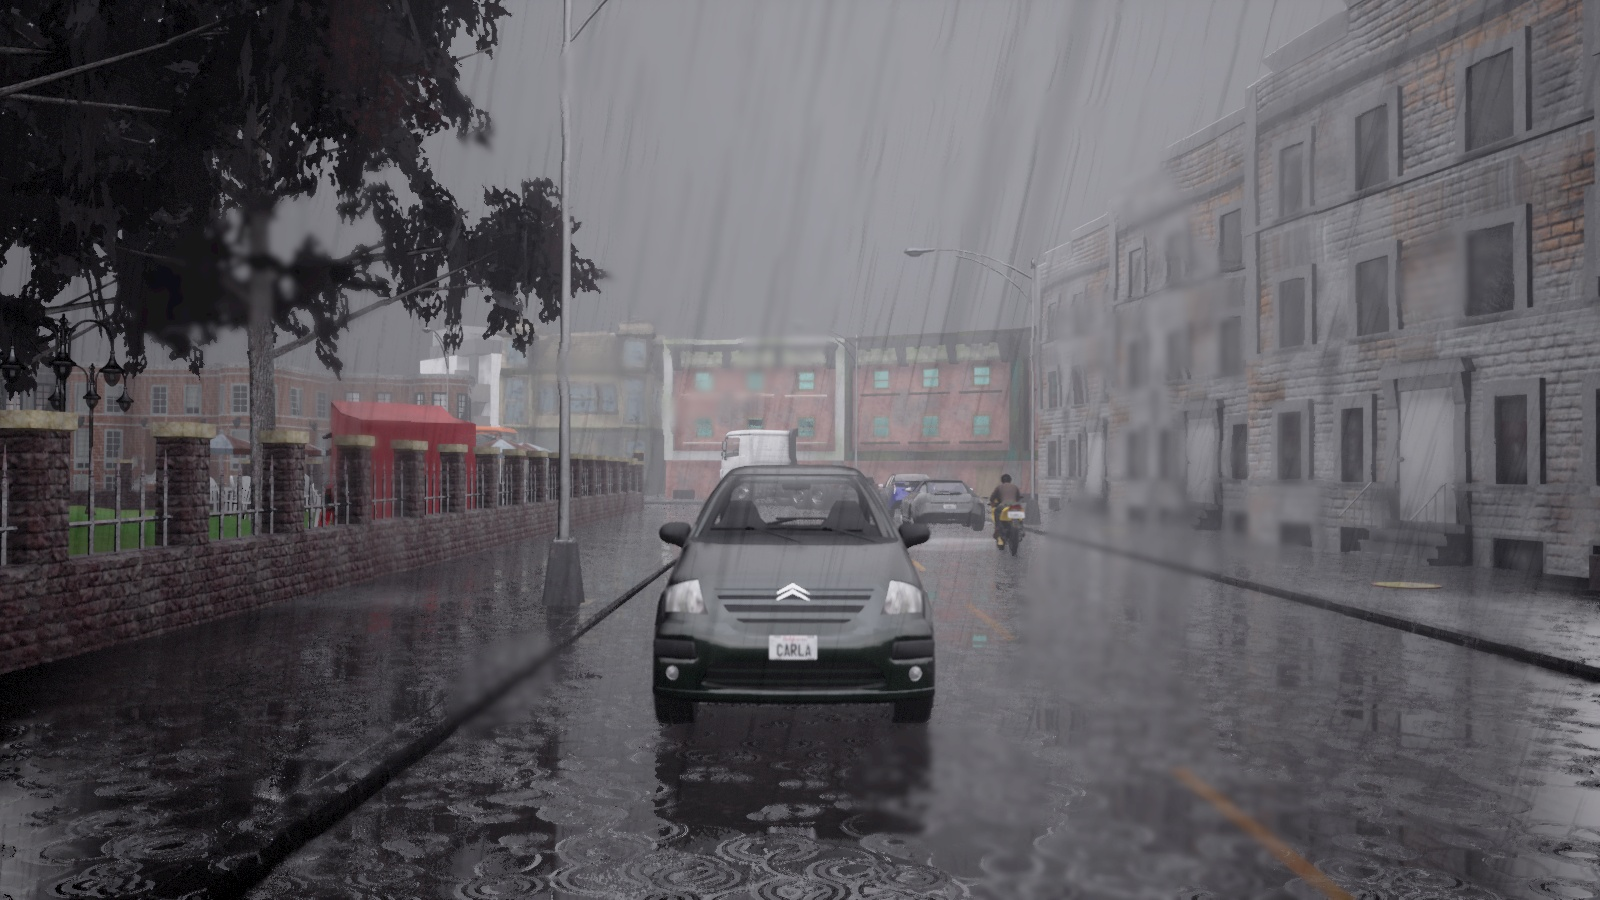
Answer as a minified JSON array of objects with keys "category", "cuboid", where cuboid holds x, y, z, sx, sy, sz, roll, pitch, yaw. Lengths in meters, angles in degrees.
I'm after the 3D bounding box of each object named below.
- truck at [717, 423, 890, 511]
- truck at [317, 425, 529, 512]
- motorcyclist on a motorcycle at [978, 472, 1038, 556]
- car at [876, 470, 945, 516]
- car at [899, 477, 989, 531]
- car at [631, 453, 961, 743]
[{"category":"truck","cuboid":[-0.007,0.732,53.561,2.891,3.462,7.936,1,-1,-40]},{"category":"truck","cuboid":[-15.514,0.768,52.116,7.936,3.462,2.891,0,-1,0]},{"category":"motorcyclist on a motorcycle","cuboid":[3.920,1.180,23.806,0.797,1.523,2.044,0,-1,0]},{"category":"car","cuboid":[3.843,1.489,44.325,2.007,1.525,4.514,0,-1,-1]},{"category":"car","cuboid":[3.883,1.441,34.515,1.994,1.385,4.181,0,-1,0]},{"category":"car","cuboid":[-0.030,0.865,9.052,1.851,1.617,3.988,0,-1,0]}]
